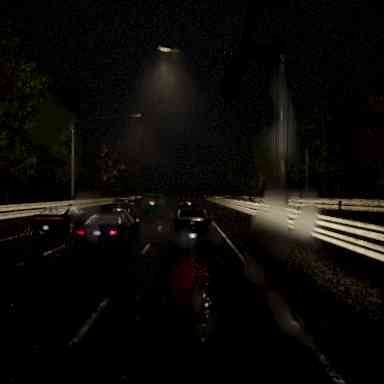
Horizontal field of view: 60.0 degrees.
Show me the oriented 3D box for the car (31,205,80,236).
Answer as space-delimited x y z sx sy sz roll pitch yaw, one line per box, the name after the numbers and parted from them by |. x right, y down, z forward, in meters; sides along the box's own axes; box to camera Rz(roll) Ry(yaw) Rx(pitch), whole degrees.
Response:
-7.034 1.486 18.364 2.128 1.511 4.902 0 0 -1 | car

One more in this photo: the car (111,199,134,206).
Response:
-7.343 1.509 35.192 1.837 1.490 4.892 0 0 -1 | car

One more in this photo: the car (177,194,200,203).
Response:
-0.315 1.222 34.243 2.150 2.045 5.566 0 0 -1 | car

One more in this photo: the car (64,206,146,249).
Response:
-3.486 1.541 14.592 2.033 1.411 5.357 0 0 -1 | car

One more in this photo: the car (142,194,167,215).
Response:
-3.814 1.223 34.170 2.150 2.045 5.566 0 0 -1 | car

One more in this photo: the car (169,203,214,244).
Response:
-0.003 1.498 15.777 1.837 1.490 4.892 0 0 -1 | car
